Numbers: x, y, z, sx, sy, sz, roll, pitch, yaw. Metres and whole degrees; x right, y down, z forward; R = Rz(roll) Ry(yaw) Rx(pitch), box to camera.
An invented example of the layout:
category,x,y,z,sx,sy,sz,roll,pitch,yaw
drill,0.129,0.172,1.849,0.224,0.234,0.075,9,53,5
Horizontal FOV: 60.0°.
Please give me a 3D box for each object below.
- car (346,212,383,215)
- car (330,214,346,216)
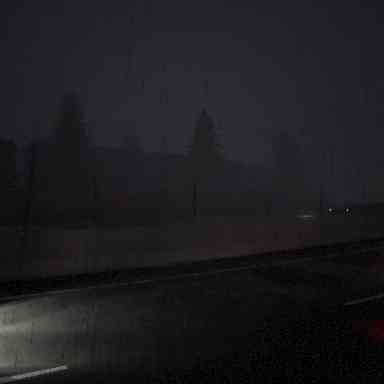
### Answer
category,x,y,z,sx,sy,sz,roll,pitch,yaw
car,13.502,1.495,24.326,4.892,1.490,1.837,0,0,-39
car,13.842,1.589,29.125,4.718,1.301,1.895,0,0,-41
